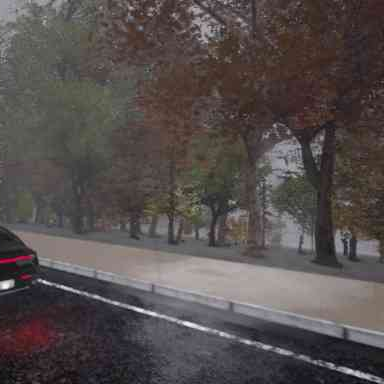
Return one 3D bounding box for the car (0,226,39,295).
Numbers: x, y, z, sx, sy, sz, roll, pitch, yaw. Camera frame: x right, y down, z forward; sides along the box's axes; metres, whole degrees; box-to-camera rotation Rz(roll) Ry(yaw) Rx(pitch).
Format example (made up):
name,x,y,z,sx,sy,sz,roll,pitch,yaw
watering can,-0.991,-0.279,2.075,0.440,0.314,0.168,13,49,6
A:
name,x,y,z,sx,sy,sz,roll,pitch,yaw
car,-5.400,1.450,7.534,4.892,1.490,1.837,0,0,36
